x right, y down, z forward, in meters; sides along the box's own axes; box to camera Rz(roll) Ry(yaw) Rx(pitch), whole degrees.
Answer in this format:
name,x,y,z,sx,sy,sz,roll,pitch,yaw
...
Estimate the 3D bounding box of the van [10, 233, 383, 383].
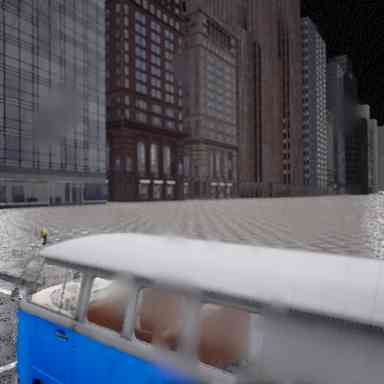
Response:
name,x,y,z,sx,sy,sz,roll,pitch,yaw
van,0.125,1.339,2.774,3.998,1.788,1.690,0,-1,36
